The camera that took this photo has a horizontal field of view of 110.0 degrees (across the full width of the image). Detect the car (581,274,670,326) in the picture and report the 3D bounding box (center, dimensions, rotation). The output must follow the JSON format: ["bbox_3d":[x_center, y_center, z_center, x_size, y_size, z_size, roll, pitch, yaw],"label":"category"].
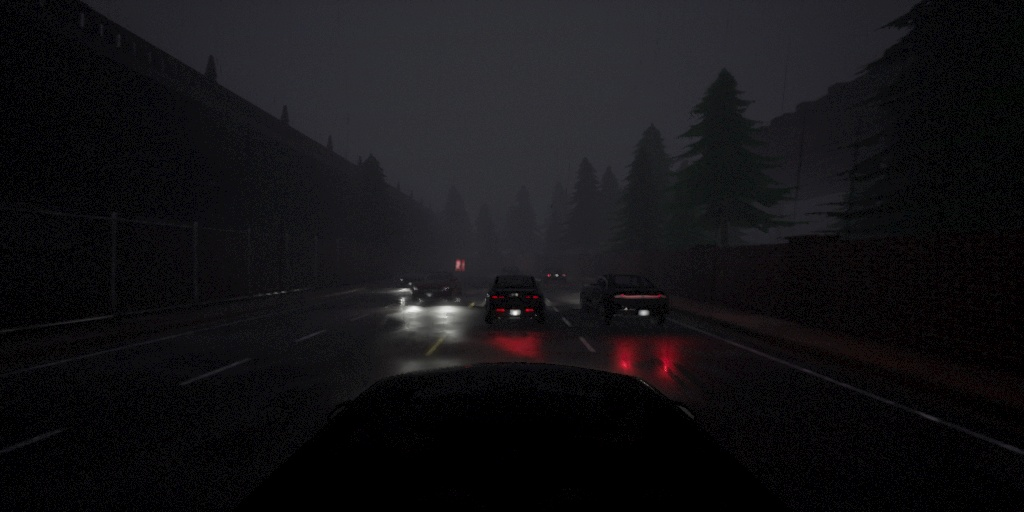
[{"bbox_3d":[3.596,1.356,12.183,2.128,1.511,4.902,0,-1,0],"label":"car"}]

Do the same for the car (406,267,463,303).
[{"bbox_3d":[-3.599,1.452,17.944,1.812,1.442,4.674,0,-1,0],"label":"car"}]

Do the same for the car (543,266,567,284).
[{"bbox_3d":[3.573,1.621,31.390,2.033,1.411,5.357,0,-1,-1],"label":"car"}]

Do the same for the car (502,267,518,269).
[{"bbox_3d":[-0.197,1.717,35.332,1.895,1.301,4.718,0,-1,-5],"label":"car"}]

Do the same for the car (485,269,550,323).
[{"bbox_3d":[0.096,1.376,12.696,1.837,1.490,4.892,0,0,0],"label":"car"}]

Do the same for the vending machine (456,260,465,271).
[{"bbox_3d":[-8.383,1.560,58.292,0.880,2.100,1.100,0,0,24],"label":"vending machine"}]

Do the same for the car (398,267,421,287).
[{"bbox_3d":[-6.961,1.578,27.578,2.033,1.411,5.357,0,-1,2],"label":"car"}]
